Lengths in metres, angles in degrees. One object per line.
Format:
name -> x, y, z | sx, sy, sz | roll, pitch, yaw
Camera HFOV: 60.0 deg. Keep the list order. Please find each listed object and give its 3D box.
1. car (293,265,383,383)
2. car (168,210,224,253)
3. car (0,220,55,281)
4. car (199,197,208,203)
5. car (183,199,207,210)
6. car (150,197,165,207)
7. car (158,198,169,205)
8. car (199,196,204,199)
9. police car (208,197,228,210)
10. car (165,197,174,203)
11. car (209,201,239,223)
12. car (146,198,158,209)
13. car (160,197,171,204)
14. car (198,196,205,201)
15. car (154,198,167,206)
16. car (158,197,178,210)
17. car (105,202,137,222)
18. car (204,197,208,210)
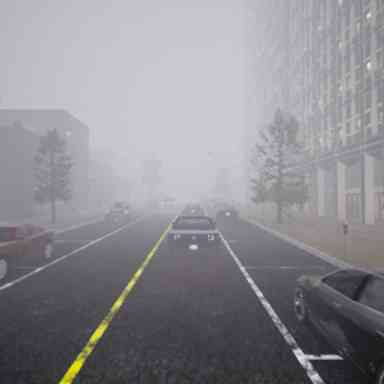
car -> 2.701, 1.583, 4.258 | 1.947, 1.339, 4.313 | 1, 0, 0
car -> 0.079, 1.655, 13.949 | 1.895, 1.301, 4.718 | 0, 0, 0
car -> -5.679, 1.584, 9.957 | 1.887, 1.381, 4.507 | 1, 0, 0
car -> 2.666, 1.874, 77.631 | 1.947, 1.339, 4.313 | 1, 0, 0
car -> 0.086, 1.686, 31.335 | 1.994, 1.385, 4.181 | 0, 0, 0
car -> -5.678, 1.656, 55.110 | 1.967, 1.590, 4.097 | 1, 0, 0
car -> -5.681, 1.844, 66.397 | 1.802, 1.307, 4.206 | 1, 0, 0
car -> 2.667, 1.782, 55.054 | 1.947, 1.339, 4.313 | 1, 0, 0
police car -> 3.133, 1.570, 37.204 | 1.930, 1.638, 5.238 | 0, 0, 0
car -> -5.681, 1.898, 83.329 | 1.947, 1.339, 4.313 | 1, 0, 0
car -> 2.700, 1.671, 26.834 | 1.947, 1.339, 4.313 | 1, 0, 0
car -> -5.680, 1.760, 49.465 | 1.947, 1.339, 4.313 | 1, 0, 0
car -> -5.681, 1.830, 72.041 | 1.887, 1.381, 4.507 | 1, 0, 0
car -> 2.667, 1.904, 94.733 | 1.752, 1.417, 4.829 | 1, 0, 0
car -> -5.680, 1.764, 60.583 | 1.752, 1.417, 4.829 | 1, 0, 0
car -> -3.089, 1.530, 45.505 | 2.097, 1.767, 4.553 | 0, 0, 0
car -> -5.678, 1.545, 26.890 | 1.967, 1.590, 4.097 | 1, 0, 0
car -> 3.111, 1.525, 44.065 | 2.097, 1.767, 4.553 | 0, 0, 0
